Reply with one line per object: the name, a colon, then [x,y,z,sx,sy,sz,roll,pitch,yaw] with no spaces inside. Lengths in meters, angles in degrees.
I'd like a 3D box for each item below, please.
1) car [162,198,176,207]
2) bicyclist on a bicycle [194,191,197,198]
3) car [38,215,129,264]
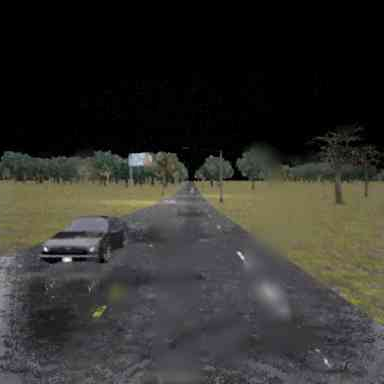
car: [-3.568,1.594,52.616,1.895,1.301,4.718,0,0,0]
bicyclist on a bicycle: [0.958,0.715,90.256,0.659,1.776,1.843,0,1,0]
car: [-3.600,1.576,12.250,2.033,1.411,5.357,0,0,0]
